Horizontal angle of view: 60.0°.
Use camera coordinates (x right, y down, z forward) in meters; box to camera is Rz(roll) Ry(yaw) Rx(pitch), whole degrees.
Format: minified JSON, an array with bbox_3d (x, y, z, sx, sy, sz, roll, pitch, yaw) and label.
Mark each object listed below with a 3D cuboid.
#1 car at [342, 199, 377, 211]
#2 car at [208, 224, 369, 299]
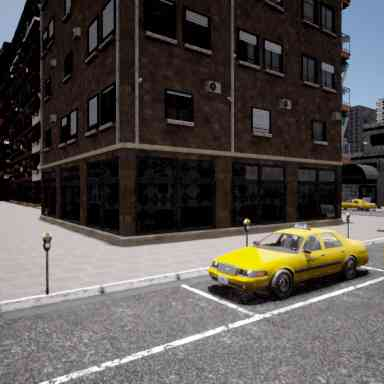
[{"bbox_3d":[19.281,1.469,39.658,1.752,1.417,4.829,0,0,-35],"label":"car"},{"bbox_3d":[2.614,1.525,8.433,4.829,1.417,1.752,0,0,-36],"label":"car"}]
